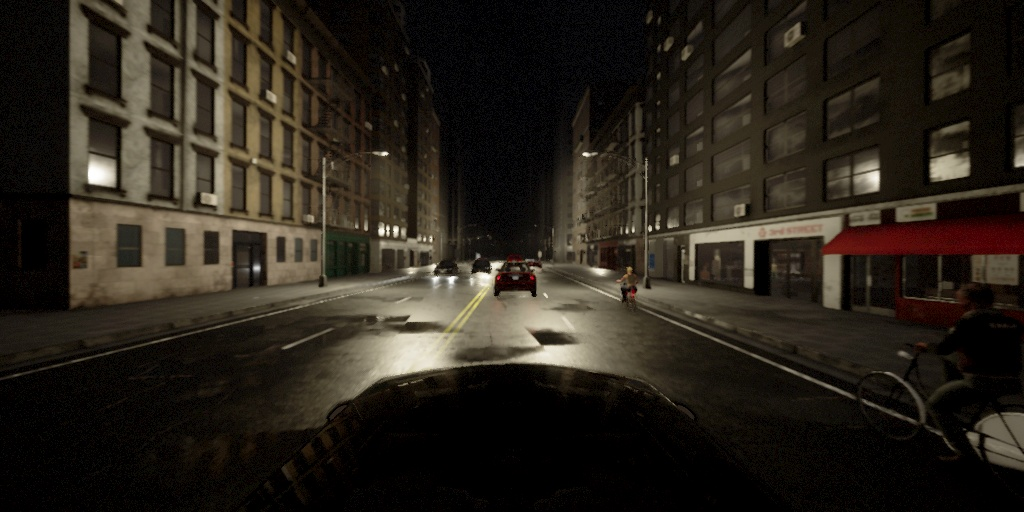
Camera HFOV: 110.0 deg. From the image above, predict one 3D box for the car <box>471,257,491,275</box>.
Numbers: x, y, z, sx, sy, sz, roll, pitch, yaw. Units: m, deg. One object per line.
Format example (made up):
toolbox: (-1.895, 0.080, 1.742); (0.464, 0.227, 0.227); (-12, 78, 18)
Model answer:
car: (-3.163, 1.157, 37.626); (1.882, 1.535, 5.008); (0, 0, 0)

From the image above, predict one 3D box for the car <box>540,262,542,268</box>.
car: (3.630, 1.276, 56.632); (1.895, 1.301, 4.718); (0, 0, 0)

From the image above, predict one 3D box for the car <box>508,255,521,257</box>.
car: (0.343, 0.895, 49.168); (2.150, 2.045, 5.566); (0, 0, 0)

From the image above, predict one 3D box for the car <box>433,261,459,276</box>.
car: (-6.430, 1.195, 35.549); (1.812, 1.442, 4.674); (0, 0, 1)

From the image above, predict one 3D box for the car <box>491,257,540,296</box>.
car: (0.182, 1.079, 19.336); (2.097, 1.767, 4.553); (0, 0, 0)

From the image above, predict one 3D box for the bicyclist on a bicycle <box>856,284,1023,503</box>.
bicyclist on a bicycle: (4.141, 1.137, 3.406); (0.659, 1.776, 1.843); (0, 0, 0)

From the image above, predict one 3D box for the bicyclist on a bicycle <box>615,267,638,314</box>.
bicyclist on a bicycle: (4.191, 1.191, 12.893); (0.866, 1.612, 1.509); (0, 0, 0)
